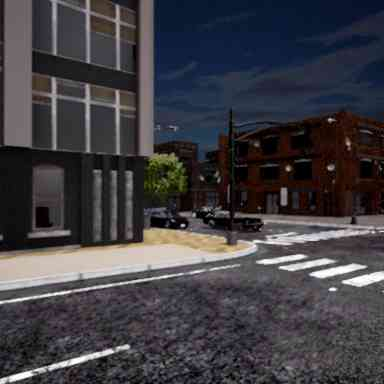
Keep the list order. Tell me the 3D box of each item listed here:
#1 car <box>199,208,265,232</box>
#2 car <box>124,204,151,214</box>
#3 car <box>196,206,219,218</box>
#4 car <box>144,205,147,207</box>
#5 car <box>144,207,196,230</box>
[{"bbox_3d":[2.920,2.067,23.989,1.895,1.301,4.718,0,-1,-37],"label":"car"},{"bbox_3d":[-7.906,2.427,48.201,2.008,1.369,4.403,-1,0,-37],"label":"car"},{"bbox_3d":[1.666,2.183,35.546,2.008,1.369,4.403,-1,0,-37],"label":"car"},{"bbox_3d":[-3.294,2.174,32.317,2.033,1.411,5.357,0,-1,-36],"label":"car"},{"bbox_3d":[-1.962,2.096,25.954,1.947,1.339,4.313,-1,0,-37],"label":"car"}]
